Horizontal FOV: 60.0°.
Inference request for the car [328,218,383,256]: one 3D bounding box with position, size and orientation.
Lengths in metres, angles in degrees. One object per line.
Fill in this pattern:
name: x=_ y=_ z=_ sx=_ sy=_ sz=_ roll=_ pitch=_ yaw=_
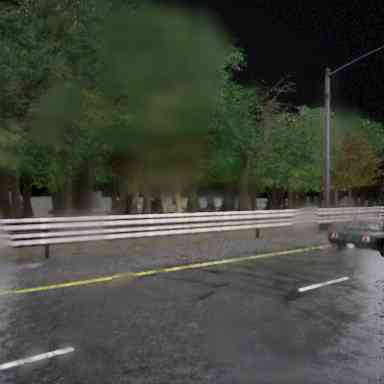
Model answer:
car: x=7.724 y=1.733 z=13.646 sx=4.718 sy=1.301 sz=1.895 roll=1 pitch=0 yaw=-35
